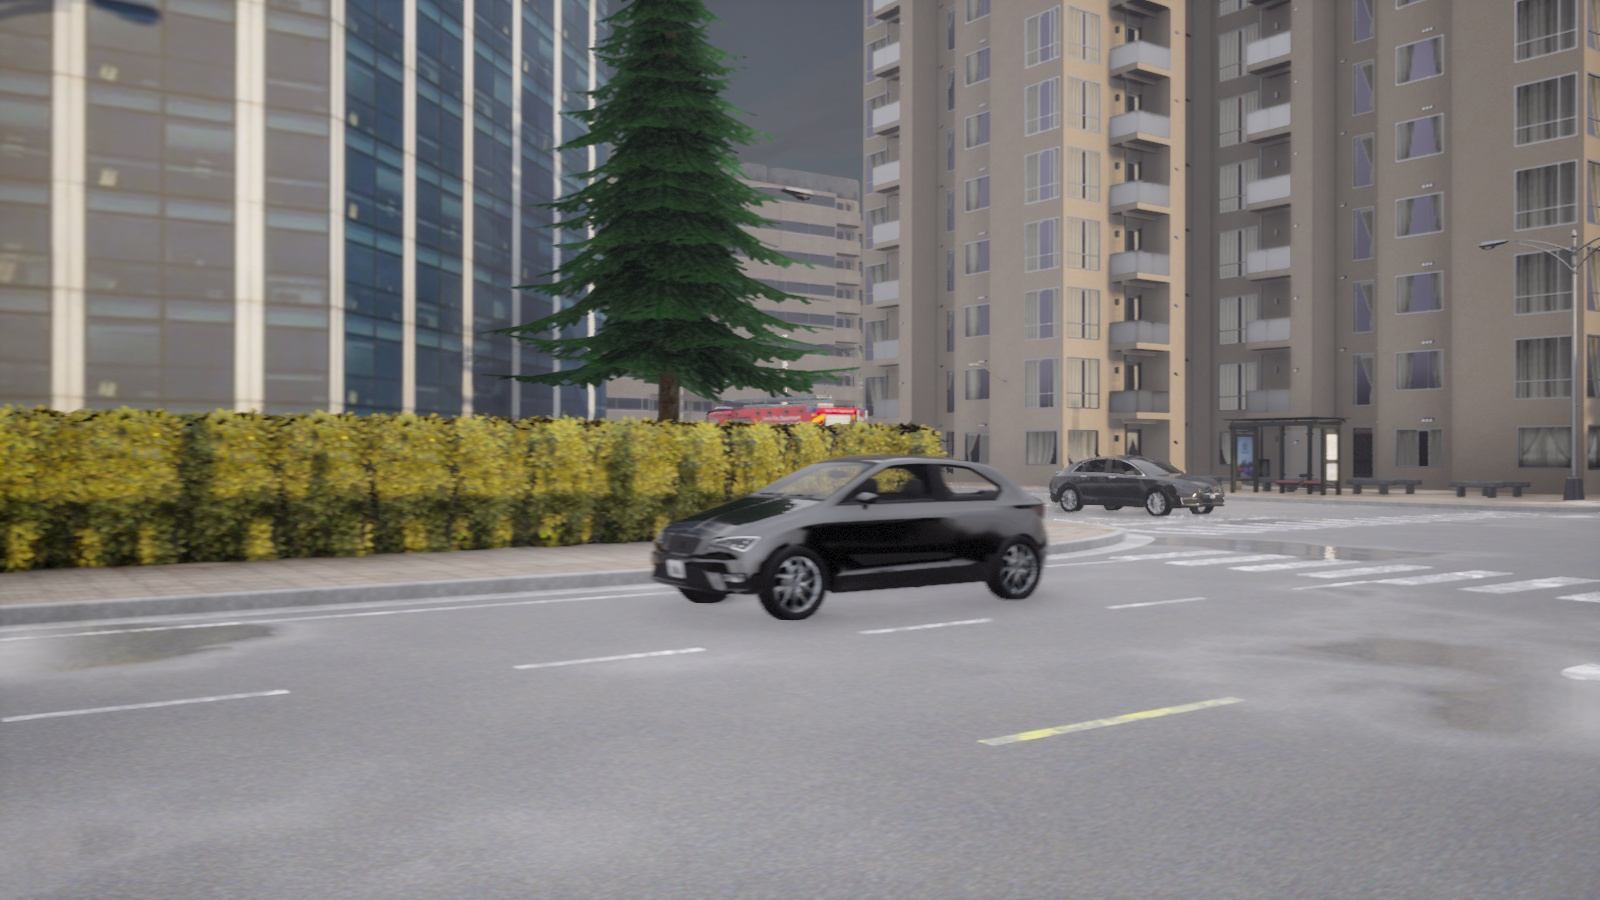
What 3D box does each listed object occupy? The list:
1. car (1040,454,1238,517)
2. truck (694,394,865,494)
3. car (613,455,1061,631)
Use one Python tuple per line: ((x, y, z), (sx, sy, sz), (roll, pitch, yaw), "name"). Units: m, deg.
((8.612, 0.868, 32.351), (1.837, 1.490, 4.892), (0, -1, -35), "car")
((-1.026, -0.234, 52.377), (2.891, 3.827, 8.468), (0, 0, -35), "truck")
((0.451, 0.788, 12.488), (4.193, 1.474, 1.816), (0, 0, -35), "car")
